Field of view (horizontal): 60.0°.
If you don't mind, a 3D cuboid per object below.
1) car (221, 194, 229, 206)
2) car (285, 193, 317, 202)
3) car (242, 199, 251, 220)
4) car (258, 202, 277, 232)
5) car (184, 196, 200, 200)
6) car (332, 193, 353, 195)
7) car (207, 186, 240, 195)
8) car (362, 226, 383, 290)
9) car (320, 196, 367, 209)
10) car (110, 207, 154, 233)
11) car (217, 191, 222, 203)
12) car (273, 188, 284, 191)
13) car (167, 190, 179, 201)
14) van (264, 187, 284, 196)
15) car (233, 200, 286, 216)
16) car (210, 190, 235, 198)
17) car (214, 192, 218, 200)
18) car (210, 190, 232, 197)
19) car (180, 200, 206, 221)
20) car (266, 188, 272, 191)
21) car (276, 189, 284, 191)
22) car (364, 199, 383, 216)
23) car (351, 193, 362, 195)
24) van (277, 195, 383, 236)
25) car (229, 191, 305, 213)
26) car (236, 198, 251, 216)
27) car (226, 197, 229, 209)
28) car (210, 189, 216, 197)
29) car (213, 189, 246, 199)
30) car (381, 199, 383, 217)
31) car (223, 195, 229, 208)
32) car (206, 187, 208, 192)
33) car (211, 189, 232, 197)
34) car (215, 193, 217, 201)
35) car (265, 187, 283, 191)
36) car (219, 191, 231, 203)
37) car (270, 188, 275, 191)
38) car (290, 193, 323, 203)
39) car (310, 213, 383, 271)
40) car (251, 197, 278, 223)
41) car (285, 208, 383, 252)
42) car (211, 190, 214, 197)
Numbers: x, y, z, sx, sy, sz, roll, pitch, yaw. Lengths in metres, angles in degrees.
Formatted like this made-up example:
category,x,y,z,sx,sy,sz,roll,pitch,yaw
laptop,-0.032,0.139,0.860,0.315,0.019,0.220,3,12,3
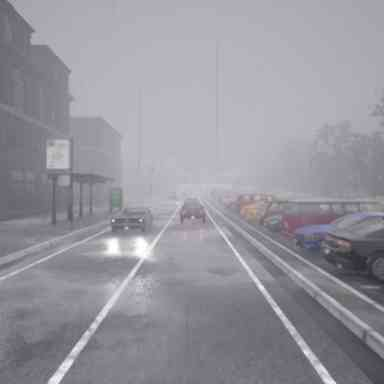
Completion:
category,x,y,z,sx,sy,sz,roll,pitch,yaw
car,6.353,1.380,39.911,5.008,1.535,2.097,0,1,0
car,19.509,0.938,59.547,5.008,1.535,2.097,0,2,0
car,6.480,1.462,23.199,5.366,1.575,1.946,0,0,0
car,6.280,1.481,17.633,4.892,1.521,2.231,0,0,0
car,-0.010,1.293,42.096,2.128,1.511,4.902,0,1,0
car,19.467,1.127,40.028,5.566,2.045,2.435,0,1,0
car,6.494,0.369,67.759,5.566,2.045,2.435,0,3,0
car,6.233,1.547,6.499,4.674,1.452,2.002,0,0,0
car,19.455,1.341,42.820,5.008,1.535,2.097,0,1,0
car,-3.379,1.554,19.419,1.895,1.301,4.718,0,0,0
car,6.422,1.121,48.264,4.553,1.767,2.185,0,1,0
car,19.731,0.613,67.782,5.366,1.575,1.946,0,3,0
car,-3.459,0.544,61.100,2.097,1.767,4.553,0,2,0
van,19.462,-0.168,78.921,4.442,1.987,1.878,-1,3,0
car,6.324,1.482,31.549,4.674,1.452,2.002,0,0,0
car,6.471,0.490,70.561,5.008,1.535,2.097,0,3,0
car,6.383,1.142,53.842,4.792,1.488,2.163,0,2,0
car,6.527,0.236,76.120,4.792,1.488,2.163,0,3,0
car,0.052,1.535,26.102,1.895,1.301,4.718,0,0,0
car,19.570,0.382,73.483,4.674,1.452,2.002,0,3,0
car,19.720,0.734,64.990,5.366,1.575,1.946,0,3,0
car,19.402,1.440,31.664,5.008,1.535,2.097,0,0,0
car,19.449,1.302,34.449,4.553,1.767,2.185,0,0,0
van,6.379,1.261,14.849,4.442,1.987,1.878,0,0,0
car,6.344,1.198,28.765,5.566,2.045,2.435,0,0,0
car,6.300,1.457,25.983,5.008,1.535,2.097,0,0,0
car,6.308,1.459,34.335,4.792,1.488,2.163,0,0,0
car,6.448,0.741,64.983,4.892,1.521,2.231,0,2,0
car,6.392,0.908,56.624,4.553,1.767,2.185,0,2,0
car,19.581,1.446,28.755,5.366,1.575,1.946,0,0,0
car,6.343,1.409,37.122,5.008,1.535,2.097,0,0,0
car,6.479,0.090,78.901,4.792,1.488,2.163,0,3,0
car,6.518,0.227,73.330,4.553,1.767,2.185,0,3,0
car,6.431,1.213,51.055,4.792,1.488,2.163,0,1,0
car,19.581,0.236,76.264,4.674,1.452,2.002,0,3,0
car,6.411,1.174,45.485,4.553,1.767,2.185,0,1,0
car,19.585,0.516,70.574,4.792,1.488,2.163,0,3,0
car,19.498,1.027,56.759,5.008,1.535,2.097,0,2,0
car,6.236,1.500,9.283,5.008,1.535,2.097,0,0,0
car,6.253,1.347,20.541,4.553,1.767,2.185,0,0,0
car,6.257,1.493,12.066,5.008,1.535,2.097,0,0,0
car,6.415,0.879,62.207,4.792,1.488,2.163,0,2,0
